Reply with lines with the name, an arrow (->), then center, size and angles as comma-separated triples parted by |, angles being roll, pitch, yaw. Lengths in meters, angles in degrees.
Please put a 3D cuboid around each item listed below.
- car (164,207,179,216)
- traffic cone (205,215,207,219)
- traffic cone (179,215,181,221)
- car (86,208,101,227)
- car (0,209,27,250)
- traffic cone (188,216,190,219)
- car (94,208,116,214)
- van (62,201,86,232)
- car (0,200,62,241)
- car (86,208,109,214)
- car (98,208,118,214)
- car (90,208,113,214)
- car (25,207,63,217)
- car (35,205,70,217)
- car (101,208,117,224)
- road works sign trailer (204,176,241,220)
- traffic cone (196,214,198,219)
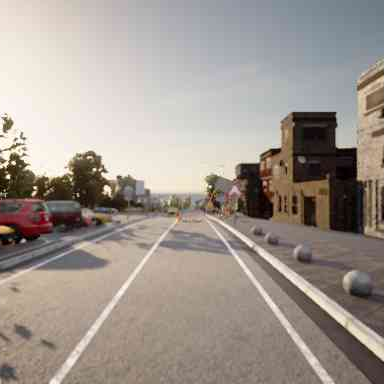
car -> -3.226, 3.407, 57.363 | 1.882, 1.535, 5.008 | 0, -3, 1
traffic cone -> 1.643, 2.990, 40.055 | 0.340, 0.580, 0.340 | 0, -3, 0
traffic cone -> -1.365, 2.713, 34.063 | 0.340, 0.580, 0.340 | 0, -2, 0
car -> -9.570, 1.765, 24.910 | 4.553, 1.767, 2.185 | 0, -2, 0
car -> -9.470, 1.564, 12.766 | 5.008, 1.535, 2.097 | 0, -1, -1
traffic cone -> -0.356, 2.989, 40.058 | 0.340, 0.580, 0.340 | 0, -3, 0
car -> -21.780, 4.712, 83.199 | 5.008, 1.535, 2.097 | 0, -3, 0
van -> -9.641, 1.572, 21.877 | 4.442, 1.987, 1.878 | 0, -2, 0
car -> -9.520, 1.377, 15.688 | 5.566, 2.045, 2.435 | 0, -1, 0
car -> -21.800, 4.413, 76.656 | 4.674, 1.452, 2.002 | 0, -3, 0
car -> -21.758, 4.916, 86.341 | 4.674, 1.452, 2.002 | 0, -3, 0
car -> -21.783, 4.544, 79.930 | 4.892, 1.521, 2.231 | 0, -3, 0
car -> -21.882, 2.989, 49.188 | 4.674, 1.452, 2.002 | 0, -3, 0
car -> -21.941, 2.986, 52.362 | 4.553, 1.767, 2.185 | 0, -3, 0
car -> -9.366, 1.989, 27.823 | 5.366, 1.575, 1.946 | 0, -2, 0
road works sign trailer -> 2.884, 0.450, 32.434 | 2.380, 3.560, 2.880 | 25, 3, -14
traffic cone -> 0.643, 2.990, 40.057 | 0.340, 0.580, 0.340 | 0, -3, 0
